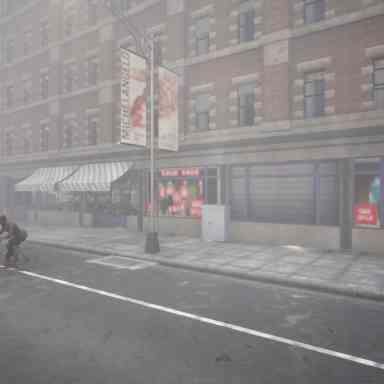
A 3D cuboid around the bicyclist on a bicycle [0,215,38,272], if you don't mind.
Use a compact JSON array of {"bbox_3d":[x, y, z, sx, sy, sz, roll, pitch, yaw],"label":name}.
[{"bbox_3d":[-4.957,1.448,8.992,0.582,1.620,1.656,0,0,35],"label":"bicyclist on a bicycle"}]
